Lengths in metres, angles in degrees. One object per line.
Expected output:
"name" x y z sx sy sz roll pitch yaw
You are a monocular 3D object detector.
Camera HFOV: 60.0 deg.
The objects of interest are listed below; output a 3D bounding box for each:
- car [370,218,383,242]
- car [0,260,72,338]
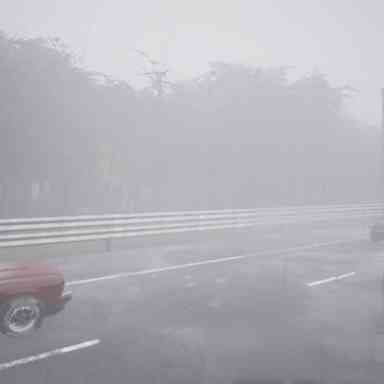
"car" 9.983 1.573 15.168 4.181 1.385 1.994 0 0 -35
"car" -4.364 1.603 4.938 4.718 1.301 1.895 0 0 -35
